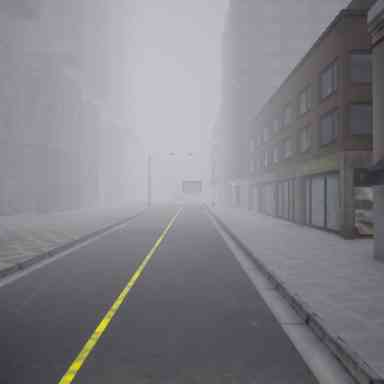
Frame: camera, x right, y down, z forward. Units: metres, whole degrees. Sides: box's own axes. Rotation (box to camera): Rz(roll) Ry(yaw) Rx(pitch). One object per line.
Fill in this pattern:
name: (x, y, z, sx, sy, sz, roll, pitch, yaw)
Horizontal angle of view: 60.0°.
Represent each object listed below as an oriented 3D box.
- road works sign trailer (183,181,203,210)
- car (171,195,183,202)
road works sign trailer: (-0.001, 0.444, 42.229, 2.380, 3.560, 2.880, 0, 0, 0)
car: (-3.000, 1.403, 75.919, 2.128, 1.511, 4.902, 0, 0, 0)
